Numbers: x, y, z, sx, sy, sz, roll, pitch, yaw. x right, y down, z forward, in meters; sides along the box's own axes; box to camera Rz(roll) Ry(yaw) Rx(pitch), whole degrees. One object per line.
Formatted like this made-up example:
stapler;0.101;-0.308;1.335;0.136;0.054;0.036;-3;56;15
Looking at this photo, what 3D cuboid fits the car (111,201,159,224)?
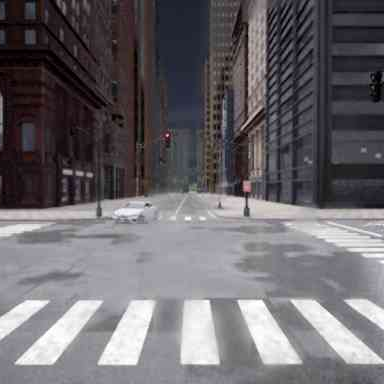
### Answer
car;-3.742;1.374;23.065;1.812;1.442;4.674;1;1;16
